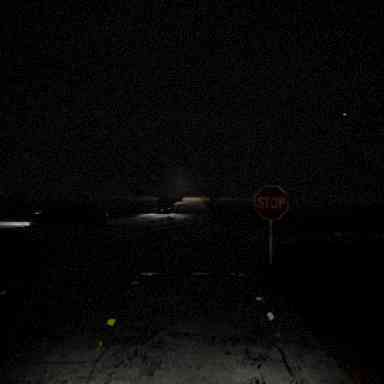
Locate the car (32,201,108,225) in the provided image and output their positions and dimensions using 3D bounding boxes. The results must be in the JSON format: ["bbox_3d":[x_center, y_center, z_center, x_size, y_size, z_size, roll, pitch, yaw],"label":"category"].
[{"bbox_3d":[-7.054,1.224,19.473,4.181,1.385,1.994,3,1,-24],"label":"car"}]

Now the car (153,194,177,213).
[{"bbox_3d":[-2.701,1.310,32.522,1.837,1.490,4.892,0,2,0],"label":"car"}]

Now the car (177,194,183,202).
[{"bbox_3d":[-2.671,1.108,59.089,1.812,1.442,4.674,0,2,0],"label":"car"}]
